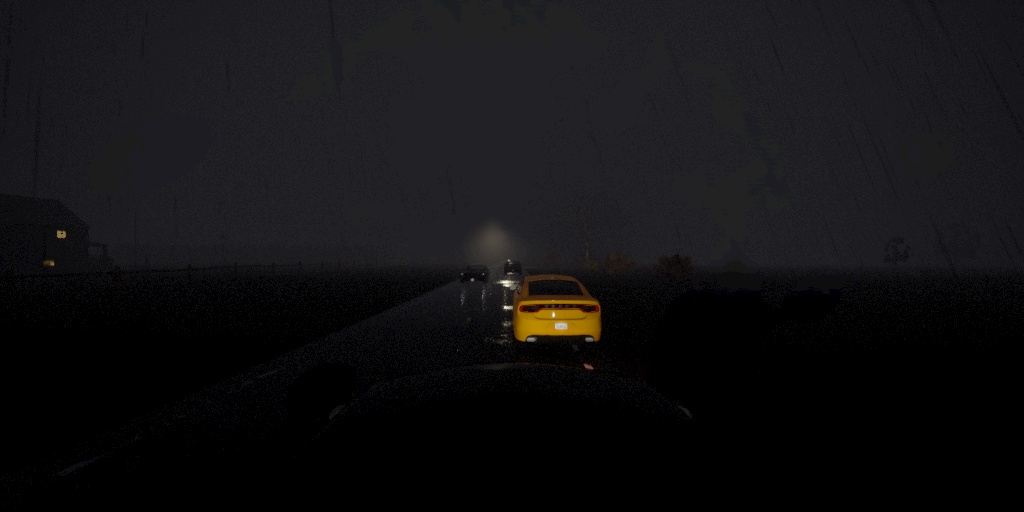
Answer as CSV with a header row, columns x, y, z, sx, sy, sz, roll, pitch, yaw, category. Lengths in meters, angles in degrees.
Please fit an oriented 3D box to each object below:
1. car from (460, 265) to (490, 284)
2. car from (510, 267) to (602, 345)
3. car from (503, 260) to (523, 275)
x,y,z,sx,sy,sz,roll,pitch,yaw,category
-2.737,1.342,27.032,1.895,1.301,4.718,0,0,0,car
0.967,1.225,9.515,1.882,1.535,5.008,0,0,0,car
0.104,1.228,39.177,2.128,1.511,4.902,0,0,0,car
